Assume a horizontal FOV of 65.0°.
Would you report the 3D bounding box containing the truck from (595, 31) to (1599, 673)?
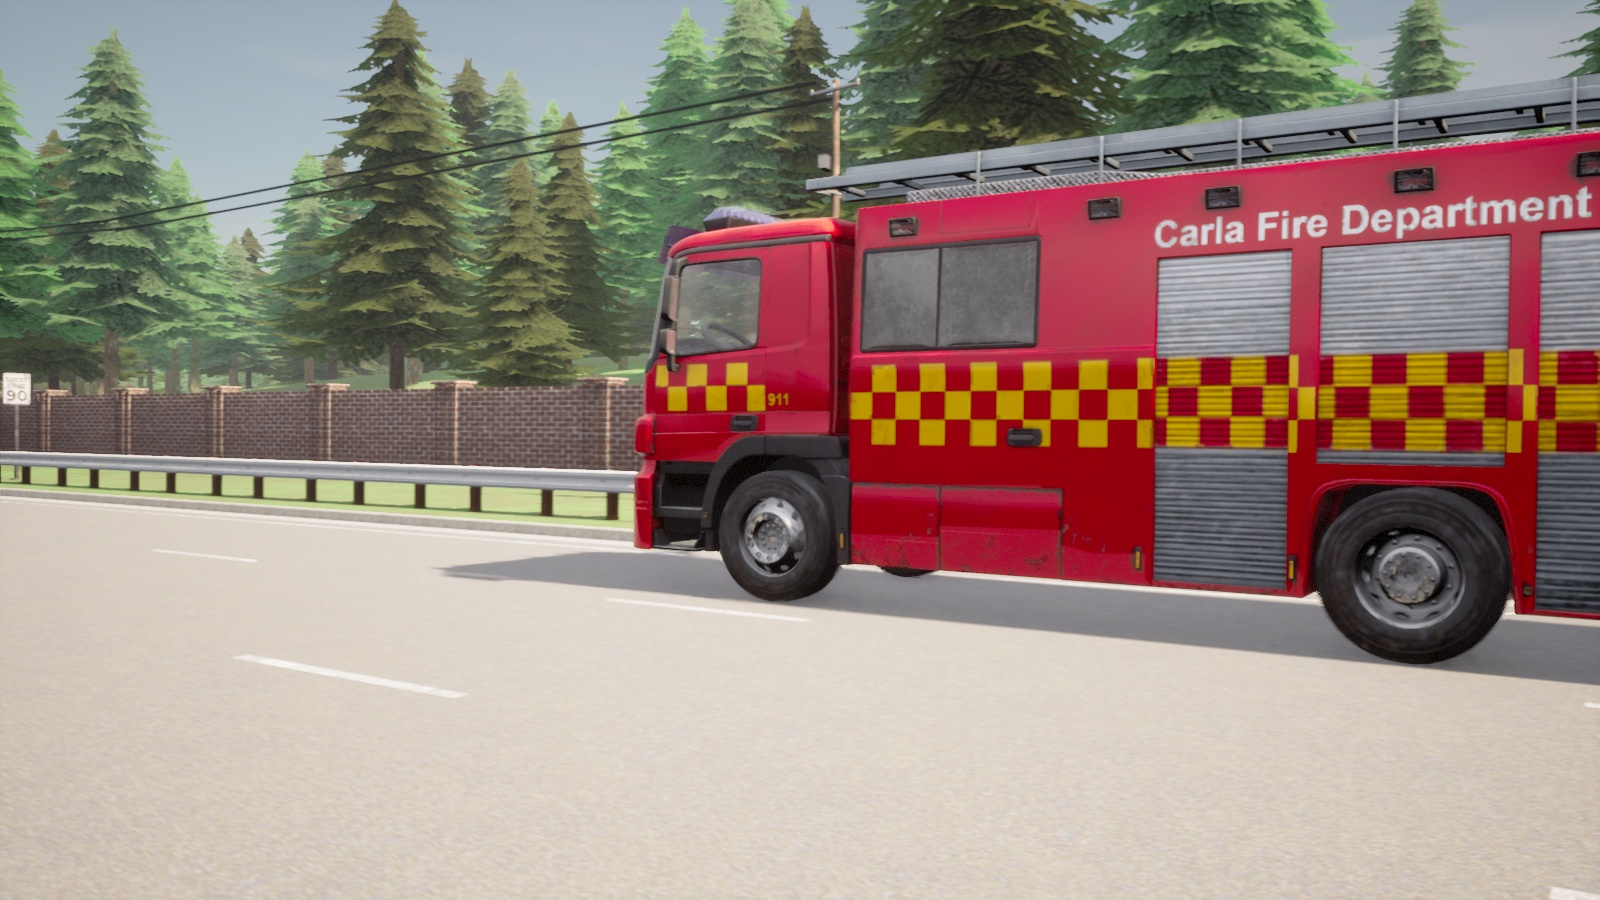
[{"bbox_3d":[2.434,-0.602,10.737,8.468,3.827,2.891,0,1,33],"label":"truck"}]
